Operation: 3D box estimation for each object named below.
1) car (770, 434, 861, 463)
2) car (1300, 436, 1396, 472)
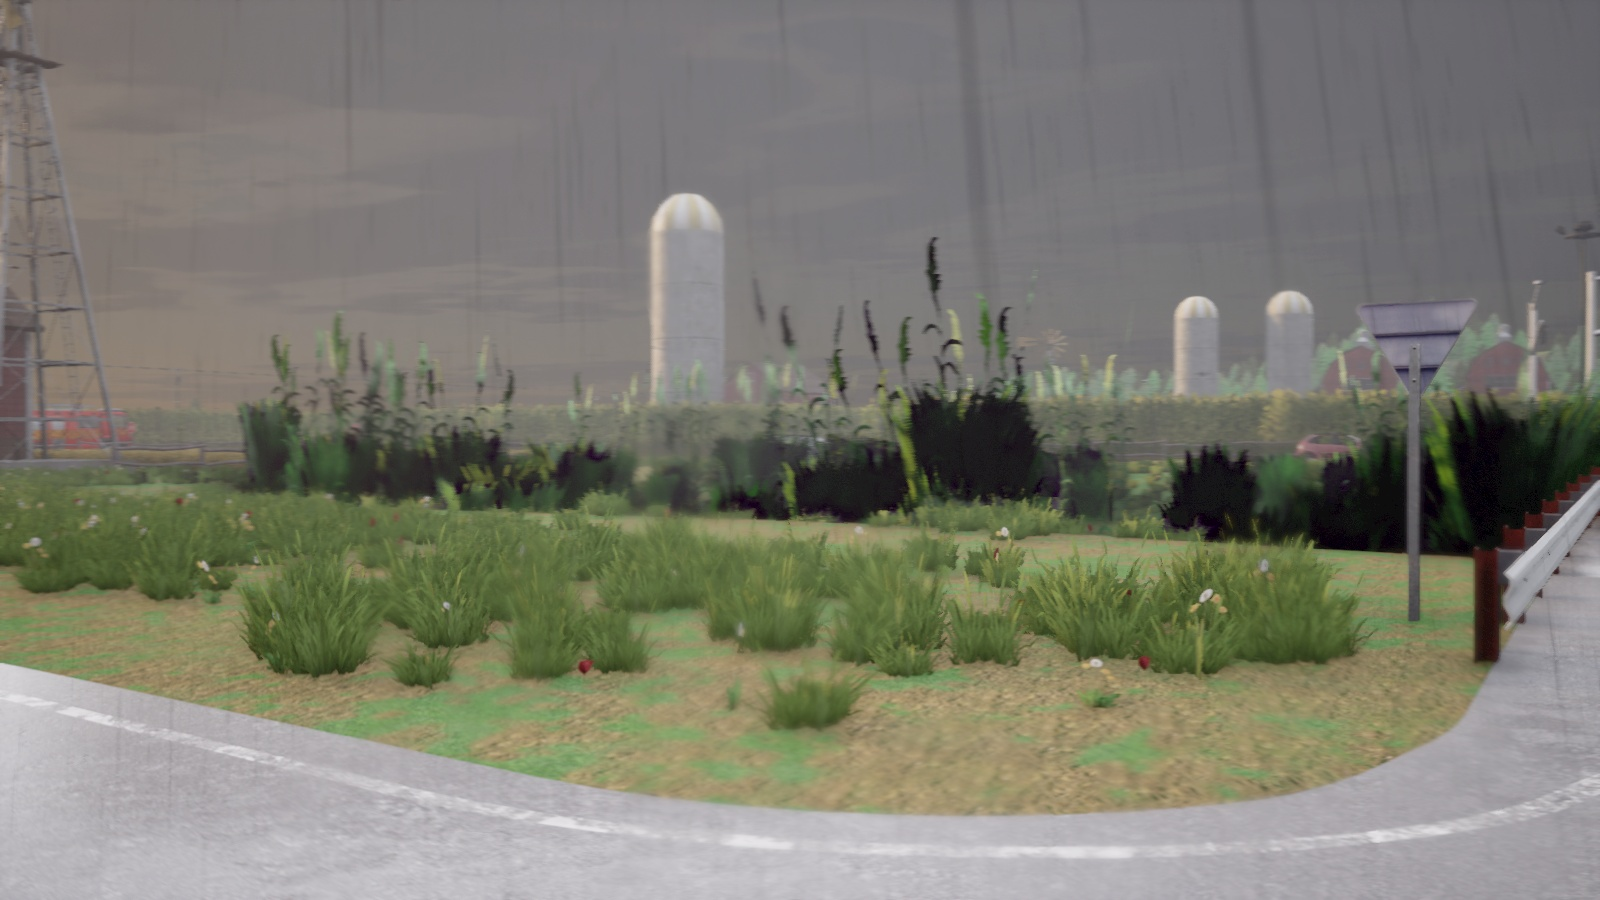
[{"bbox_3d":[0.888,-0.106,72.974,4.856,1.649,2.033,1,1,28],"label":"car"},{"bbox_3d":[25.984,0.156,59.559,3.988,1.617,1.851,1,1,28],"label":"car"}]
